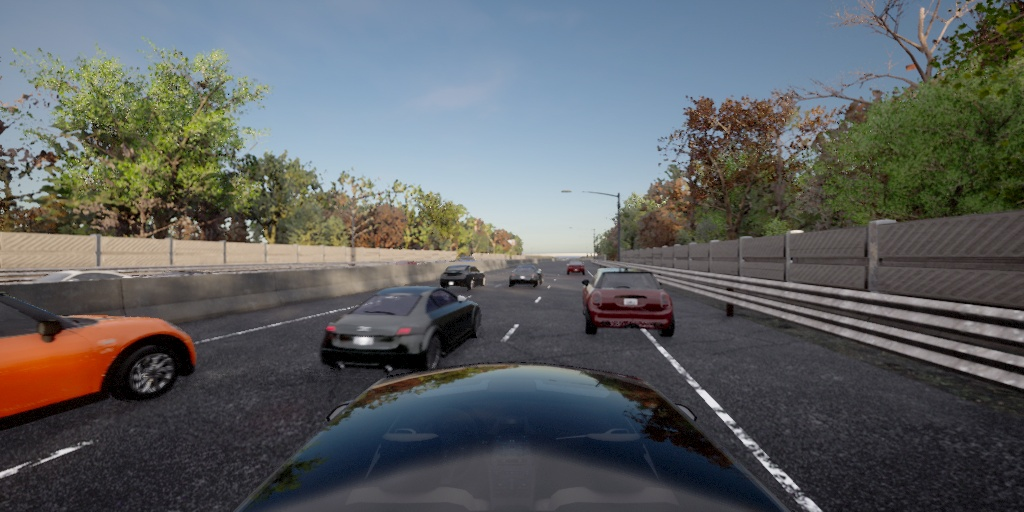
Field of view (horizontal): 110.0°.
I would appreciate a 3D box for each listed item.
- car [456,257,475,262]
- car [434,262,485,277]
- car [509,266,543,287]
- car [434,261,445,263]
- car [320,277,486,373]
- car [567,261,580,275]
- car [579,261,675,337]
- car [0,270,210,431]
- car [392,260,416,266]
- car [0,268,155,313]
[{"bbox_3d":[-7.570,1.128,58.429,2.150,2.045,5.566,0,0,10],"label":"car"},{"bbox_3d":[-2.978,1.305,22.561,1.837,1.490,4.892,0,-1,10],"label":"car"},{"bbox_3d":[1.060,1.368,25.338,1.994,1.385,4.181,0,0,10],"label":"car"},{"bbox_3d":[-11.368,1.469,57.031,1.994,1.385,4.181,0,0,10],"label":"car"},{"bbox_3d":[-2.017,1.329,7.696,1.994,1.385,4.181,0,0,10],"label":"car"},{"bbox_3d":[7.169,1.311,40.126,1.882,1.535,5.008,0,0,10],"label":"car"},{"bbox_3d":[3.183,1.117,10.607,2.097,1.767,4.553,0,0,10],"label":"car"},{"bbox_3d":[-6.252,1.113,3.789,2.097,1.767,4.553,0,0,10],"label":"car"},{"bbox_3d":[-15.723,1.372,52.475,1.882,1.535,5.008,0,0,10],"label":"car"},{"bbox_3d":[-18.675,1.328,15.302,1.812,1.442,4.674,0,0,10],"label":"car"}]
